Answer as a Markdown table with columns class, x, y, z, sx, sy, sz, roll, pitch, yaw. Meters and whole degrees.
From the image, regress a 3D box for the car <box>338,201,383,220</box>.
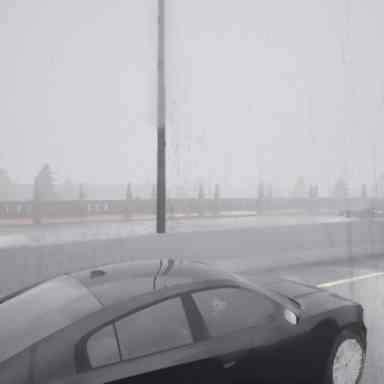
| class | x | y | z | sx | sy | sz | roll | pitch | yaw |
| --- | --- | --- | --- | --- | --- | --- | --- | --- | --- |
| car | 14.407 | 1.455 | 26.768 | 5.357 | 1.411 | 2.033 | 0 | 0 | -20 |

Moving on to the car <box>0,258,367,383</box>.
| class | x | y | z | sx | sy | sz | roll | pitch | yaw |
| --- | --- | --- | --- | --- | --- | --- | --- | --- | --- |
| car | -0.161 | 1.462 | 3.452 | 5.008 | 1.535 | 1.882 | 0 | 0 | -34 |
